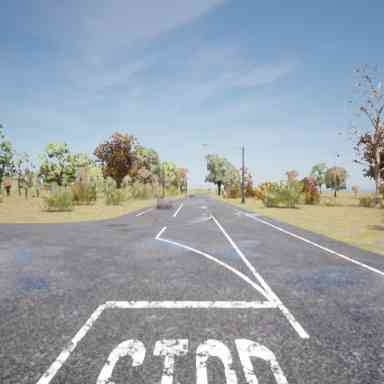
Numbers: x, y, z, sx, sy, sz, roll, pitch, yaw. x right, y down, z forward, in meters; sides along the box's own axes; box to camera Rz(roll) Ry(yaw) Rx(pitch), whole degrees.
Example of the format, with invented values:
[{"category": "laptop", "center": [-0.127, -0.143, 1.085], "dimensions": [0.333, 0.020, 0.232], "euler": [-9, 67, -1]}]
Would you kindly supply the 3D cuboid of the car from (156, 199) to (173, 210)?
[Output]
[{"category": "car", "center": [-3.417, 1.523, 41.992], "dimensions": [1.994, 1.385, 4.181], "euler": [0, 0, 0]}]
